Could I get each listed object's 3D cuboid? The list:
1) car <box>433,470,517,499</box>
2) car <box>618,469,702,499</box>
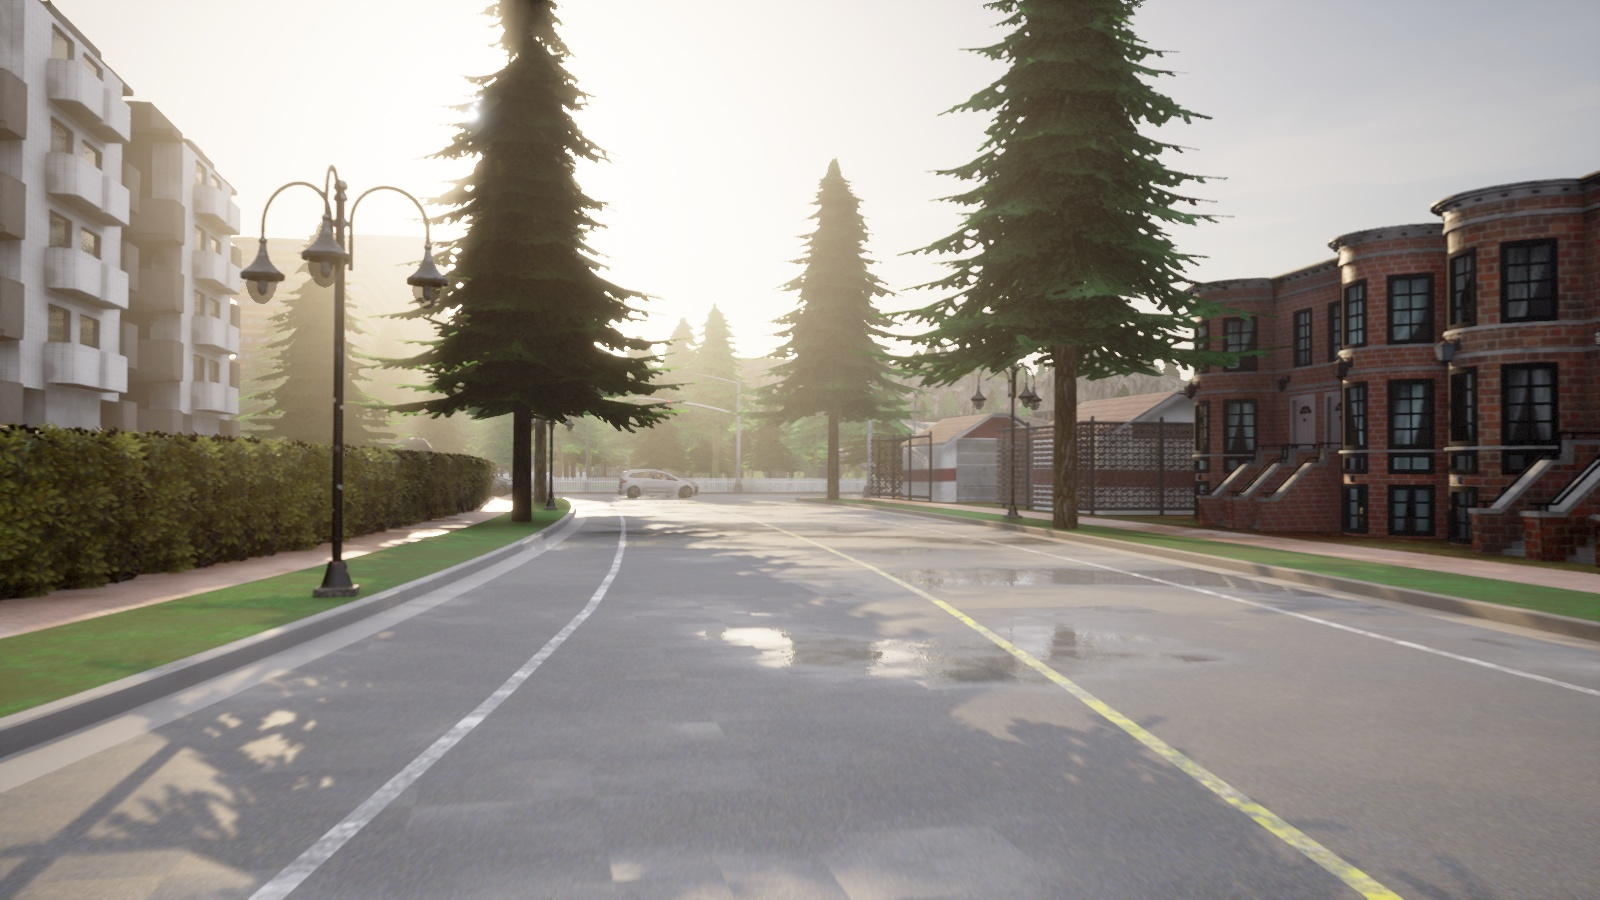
[{"bbox_3d":[-18.931,2.003,73.317,4.611,1.667,2.242,0,-1,-11],"label":"car"},{"bbox_3d":[-8.054,1.933,71.849,4.611,1.667,2.242,0,-1,-11],"label":"car"}]
